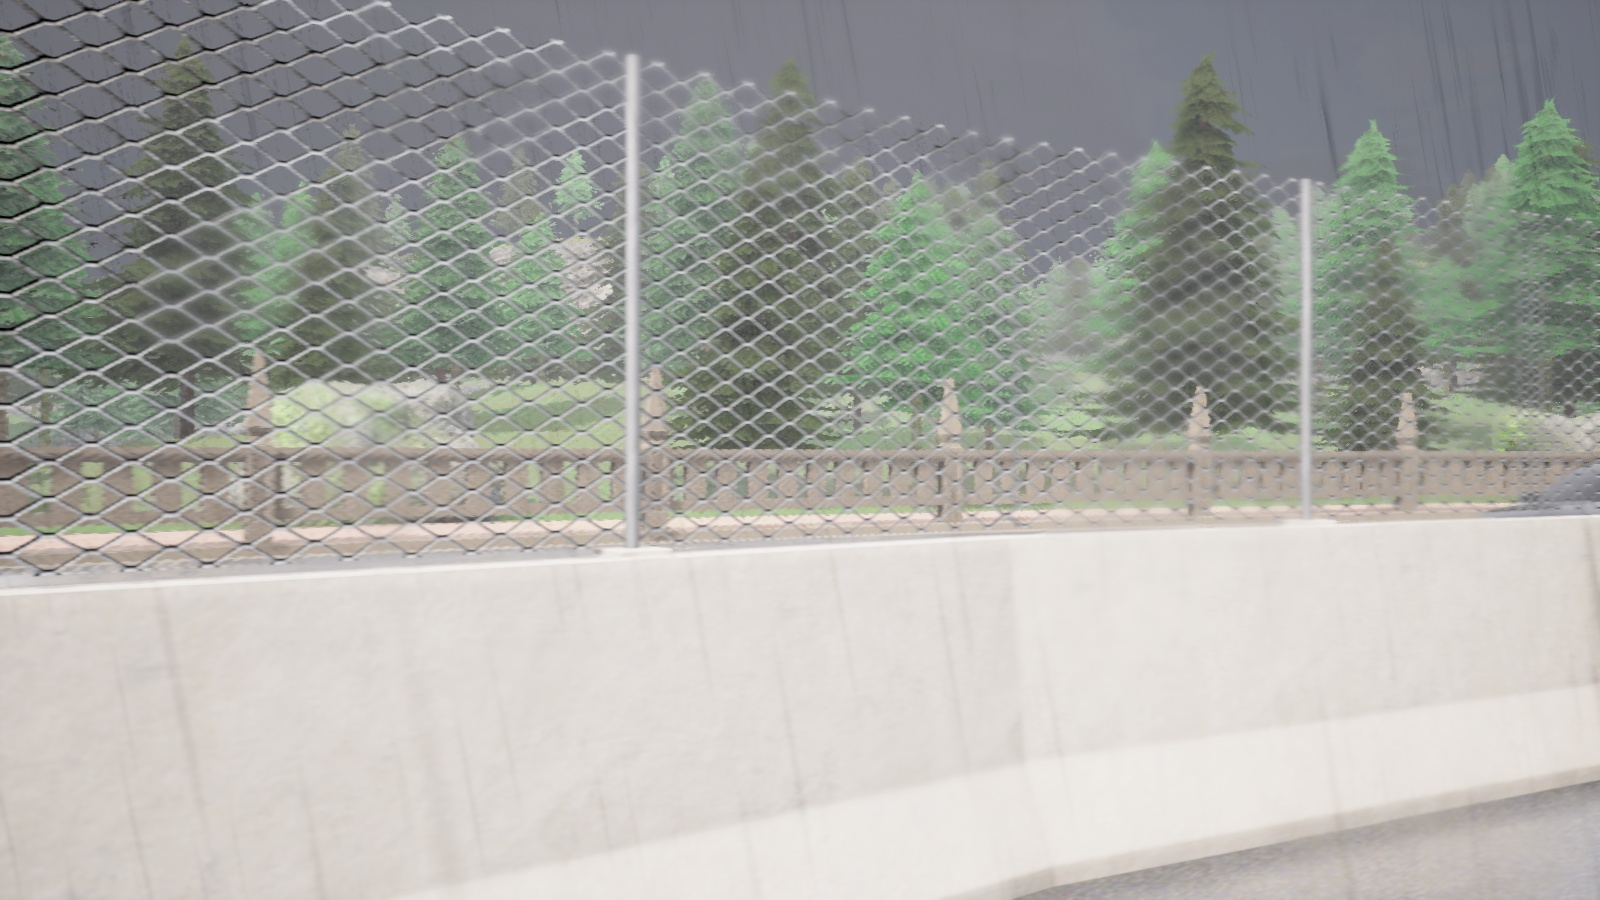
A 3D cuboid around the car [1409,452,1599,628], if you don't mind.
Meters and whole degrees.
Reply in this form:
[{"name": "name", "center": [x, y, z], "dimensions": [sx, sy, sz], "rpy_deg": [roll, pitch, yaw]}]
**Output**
[{"name": "car", "center": [8.546, 0.761, 12.486], "dimensions": [4.892, 1.490, 1.837], "rpy_deg": [0, -1, -26]}]
